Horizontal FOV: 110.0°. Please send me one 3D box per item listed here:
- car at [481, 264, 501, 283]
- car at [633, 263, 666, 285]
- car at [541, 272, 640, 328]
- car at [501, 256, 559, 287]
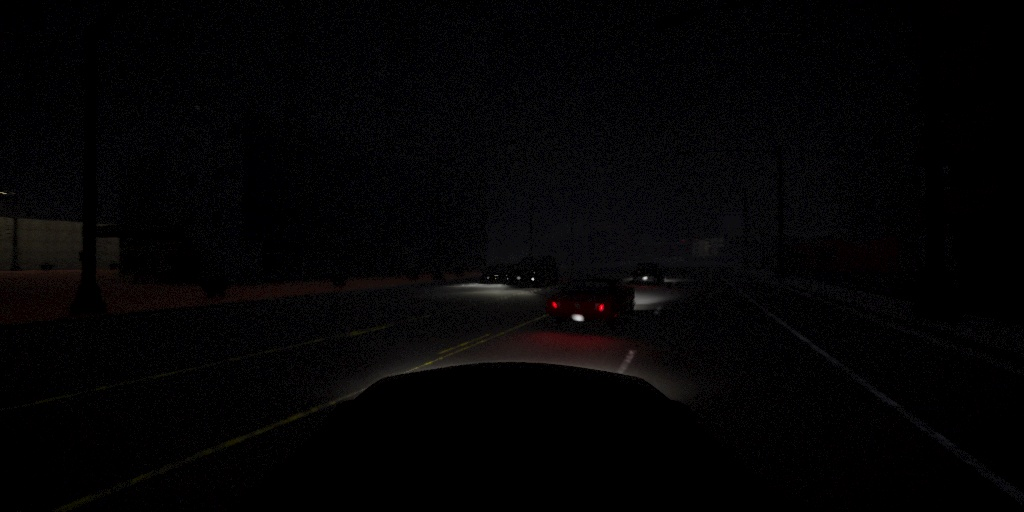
[{"bbox_3d":[-0.702,1.354,28.740,1.837,1.490,4.892,-1,0,27],"label":"car"},{"bbox_3d":[10.088,1.235,26.405,1.837,1.490,4.892,-1,0,26],"label":"car"},{"bbox_3d":[2.802,1.389,11.782,1.895,1.301,4.718,-1,0,26],"label":"car"},{"bbox_3d":[1.651,1.041,25.624,2.150,2.045,5.566,-1,0,26],"label":"car"}]
